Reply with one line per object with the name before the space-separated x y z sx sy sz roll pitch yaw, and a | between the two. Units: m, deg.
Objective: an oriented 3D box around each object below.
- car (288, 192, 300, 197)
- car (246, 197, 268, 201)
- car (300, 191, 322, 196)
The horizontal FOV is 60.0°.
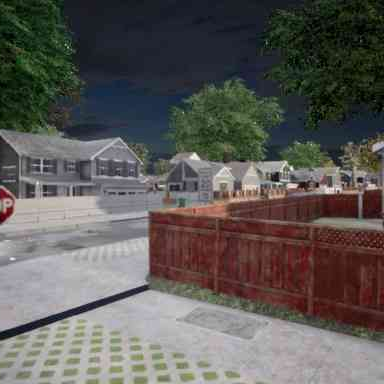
car | 14.894 0.688 46.219 2.033 1.411 5.357 0 1 35
car | 5.789 1.108 28.404 1.895 1.301 4.718 0 1 35
car | 15.877 0.700 42.828 1.837 1.490 4.892 0 1 35
